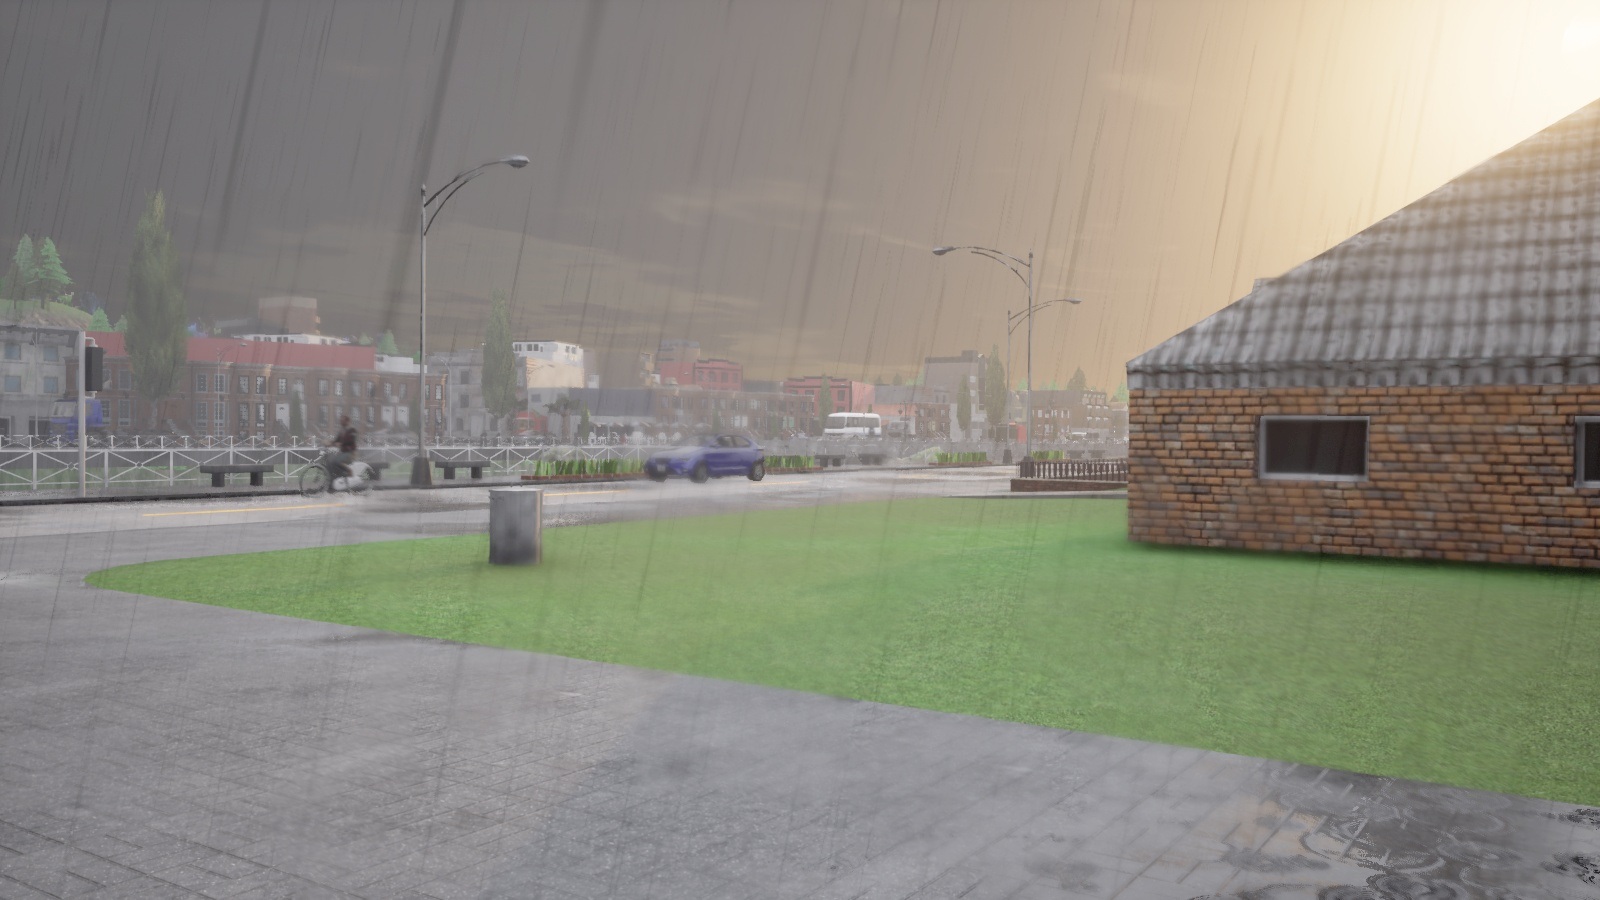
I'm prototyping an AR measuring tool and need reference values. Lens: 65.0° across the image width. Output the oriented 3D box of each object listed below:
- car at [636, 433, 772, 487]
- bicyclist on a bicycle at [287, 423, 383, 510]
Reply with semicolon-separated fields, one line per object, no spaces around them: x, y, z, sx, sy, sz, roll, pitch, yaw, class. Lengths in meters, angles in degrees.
-2.763;0.264;37.041;1.816;1.474;4.193;0;1;34;car
-9.776;0.329;26.480;0.659;1.776;1.843;0;1;34;bicyclist on a bicycle
